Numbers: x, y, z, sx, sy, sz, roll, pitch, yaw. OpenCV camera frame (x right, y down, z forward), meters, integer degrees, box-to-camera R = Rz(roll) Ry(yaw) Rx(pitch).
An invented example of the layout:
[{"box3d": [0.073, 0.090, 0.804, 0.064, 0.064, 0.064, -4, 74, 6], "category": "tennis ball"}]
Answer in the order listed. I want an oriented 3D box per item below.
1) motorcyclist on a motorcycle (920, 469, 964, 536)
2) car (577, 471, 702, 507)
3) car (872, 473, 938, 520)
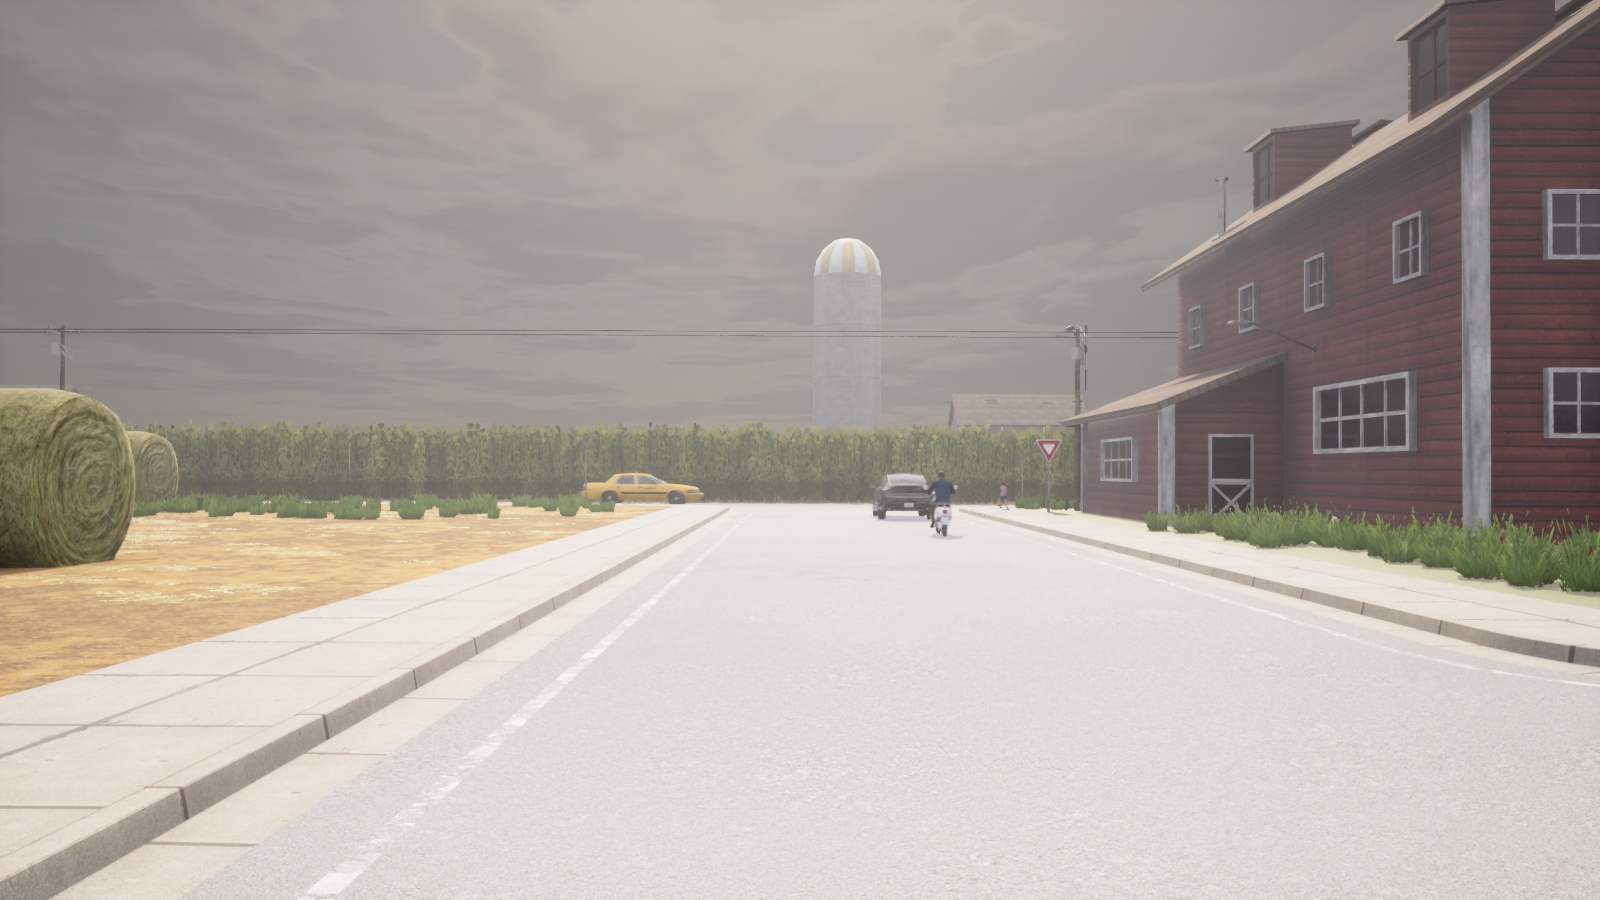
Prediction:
[{"box3d": [3.493, 1.279, 31.041, 0.866, 1.590, 1.817, 0, -1, 0], "category": "motorcyclist on a motorcycle"}, {"box3d": [-7.120, 1.743, 56.046, 5.366, 1.575, 1.801, 0, -1, 1], "category": "car"}, {"box3d": [3.489, 1.522, 42.494, 1.837, 1.490, 4.892, 0, -1, 0], "category": "car"}]
